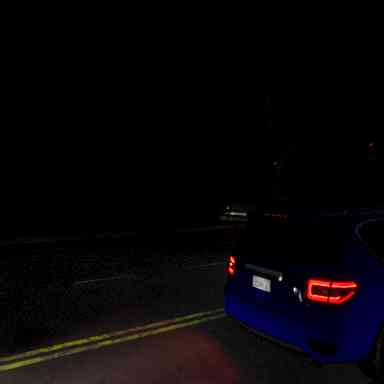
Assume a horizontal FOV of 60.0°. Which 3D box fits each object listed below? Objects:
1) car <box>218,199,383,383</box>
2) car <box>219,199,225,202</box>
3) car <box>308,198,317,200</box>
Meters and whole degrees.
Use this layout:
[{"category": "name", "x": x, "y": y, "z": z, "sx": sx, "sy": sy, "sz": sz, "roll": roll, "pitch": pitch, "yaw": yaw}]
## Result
[{"category": "car", "x": 3.109, "y": 1.221, "z": 5.558, "sx": 5.566, "sy": 2.045, "sz": 2.150, "roll": 0, "pitch": 0, "yaw": -33}, {"category": "car", "x": 2.656, "y": 1.491, "z": 38.116, "sx": 2.128, "sy": 1.511, "sz": 4.902, "roll": 0, "pitch": 0, "yaw": -31}, {"category": "car", "x": 14.091, "y": 1.477, "z": 39.620, "sx": 1.882, "sy": 1.535, "sz": 5.008, "roll": 0, "pitch": 0, "yaw": -30}]
